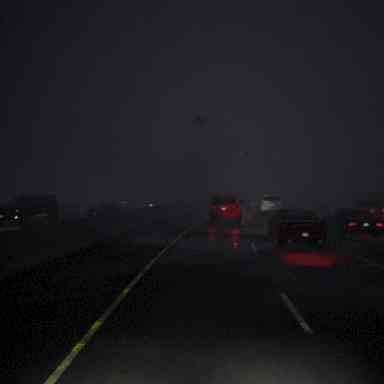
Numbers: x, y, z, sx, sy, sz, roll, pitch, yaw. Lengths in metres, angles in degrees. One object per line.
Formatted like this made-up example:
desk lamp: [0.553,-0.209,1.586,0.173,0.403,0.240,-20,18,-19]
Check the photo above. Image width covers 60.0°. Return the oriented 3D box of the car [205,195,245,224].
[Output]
car: [2.648,1.244,25.166,2.150,2.045,5.566,0,0,11]

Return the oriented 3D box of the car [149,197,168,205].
car: [-6.003,1.581,60.552,2.033,1.411,5.357,0,0,17]

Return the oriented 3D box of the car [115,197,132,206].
car: [-11.593,1.509,54.279,2.128,1.511,4.902,0,0,17]

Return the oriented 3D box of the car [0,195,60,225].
car: [-11.910,1.216,24.277,2.150,2.045,5.566,0,0,9]

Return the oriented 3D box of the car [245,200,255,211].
car: [6.871,1.647,42.047,1.895,1.301,4.718,0,0,16]

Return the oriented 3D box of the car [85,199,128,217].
car: [-7.495,1.571,28.799,1.994,1.385,4.181,0,0,11]

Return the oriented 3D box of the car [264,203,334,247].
car: [4.678,1.499,15.341,1.882,1.535,5.008,0,0,6]

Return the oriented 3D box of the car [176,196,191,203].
car: [-1.527,1.543,63.267,1.837,1.490,4.892,0,0,17]

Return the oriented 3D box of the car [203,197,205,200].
car: [3.711,1.394,68.430,2.097,1.767,4.553,0,0,17]

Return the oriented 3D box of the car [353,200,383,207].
car: [13.623,1.400,26.354,2.097,1.767,4.553,0,0,12]

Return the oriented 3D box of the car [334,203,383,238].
car: [8.526,1.579,18.068,2.033,1.411,5.357,0,0,8]

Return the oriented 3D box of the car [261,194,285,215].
car: [8.275,1.264,34.190,2.150,2.045,5.566,0,0,15]
